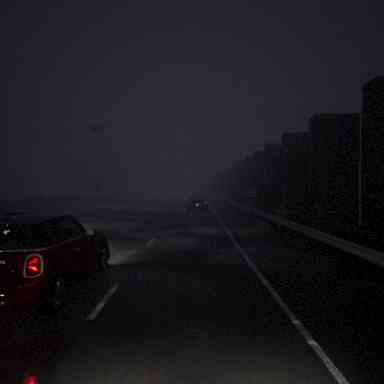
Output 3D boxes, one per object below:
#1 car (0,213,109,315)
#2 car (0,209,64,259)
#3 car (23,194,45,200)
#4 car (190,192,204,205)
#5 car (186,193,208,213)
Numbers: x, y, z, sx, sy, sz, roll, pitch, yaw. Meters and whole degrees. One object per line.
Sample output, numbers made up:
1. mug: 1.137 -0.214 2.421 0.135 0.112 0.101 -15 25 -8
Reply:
1. car: -3.392 1.262 7.543 2.097 1.767 4.553 0 1 0
2. car: -6.858 1.449 12.920 1.895 1.301 4.718 0 1 1
3. car: -23.796 0.985 50.192 1.994 1.385 4.181 0 1 0
4. car: 0.722 0.869 48.326 2.033 1.649 4.856 0 1 1
5. car: 0.521 1.135 31.575 2.163 1.488 4.792 0 1 1
